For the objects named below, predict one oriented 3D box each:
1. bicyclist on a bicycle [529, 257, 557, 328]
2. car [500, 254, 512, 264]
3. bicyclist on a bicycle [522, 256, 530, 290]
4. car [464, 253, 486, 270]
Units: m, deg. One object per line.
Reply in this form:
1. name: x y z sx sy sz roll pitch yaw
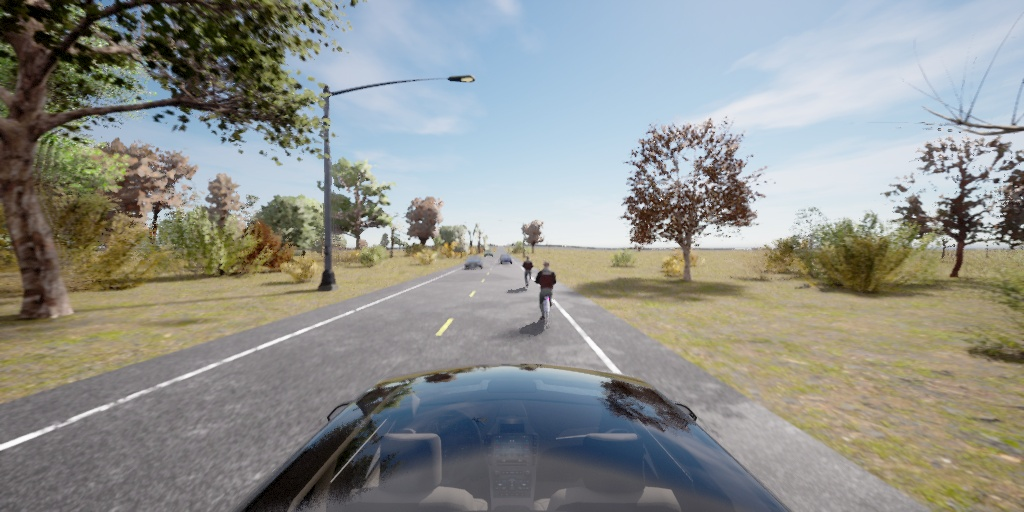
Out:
1. bicyclist on a bicycle: 0.924 0.997 9.915 0.659 1.776 1.843 0 1 0
2. car: -0.923 0.467 56.712 2.033 1.411 5.357 0 1 -1
3. bicyclist on a bicycle: 0.833 0.862 18.931 0.659 1.776 1.843 0 1 -1
4. car: -4.118 0.712 39.258 1.812 1.442 4.674 0 1 -1
